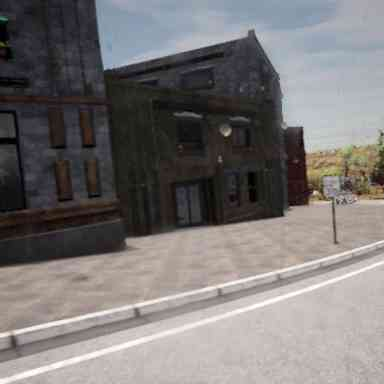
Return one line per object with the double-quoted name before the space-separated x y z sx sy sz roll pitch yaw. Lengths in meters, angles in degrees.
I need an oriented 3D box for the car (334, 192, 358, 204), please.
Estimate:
"car" 28.377 1.018 61.524 2.150 2.045 5.566 -6 -1 -2
